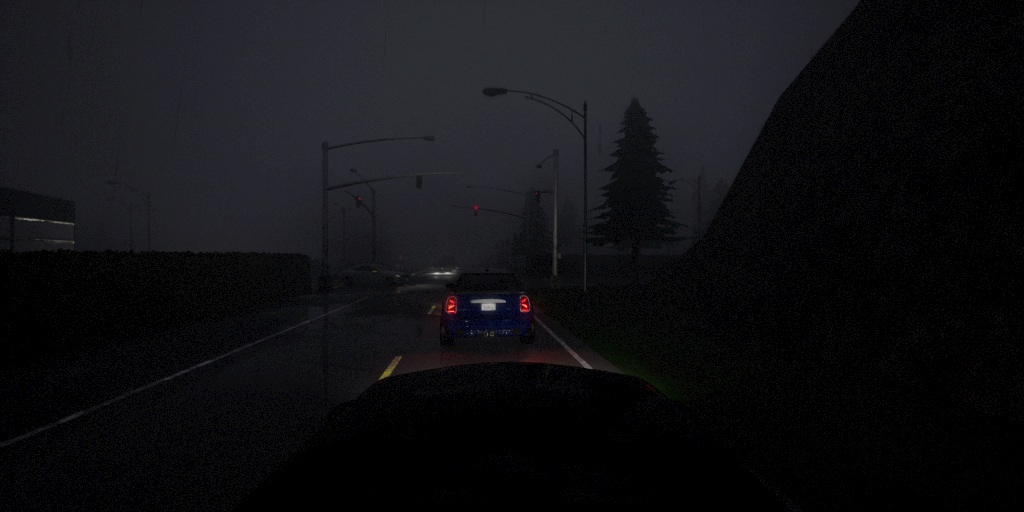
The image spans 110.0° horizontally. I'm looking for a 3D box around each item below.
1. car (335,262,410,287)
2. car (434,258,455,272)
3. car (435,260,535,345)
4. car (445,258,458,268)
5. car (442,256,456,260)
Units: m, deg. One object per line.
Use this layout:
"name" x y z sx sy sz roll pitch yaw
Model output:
"car" -9.211 1.275 23.982 4.674 1.442 1.812 0 -1 9
"car" -8.549 1.314 44.807 1.994 1.385 4.181 0 0 -7
"car" -0.729 1.102 9.727 2.097 1.767 4.553 0 0 -6
"car" -10.813 1.228 64.427 1.882 1.535 5.008 0 0 -6
"car" -9.650 0.971 54.196 2.150 2.045 5.566 0 0 -7
